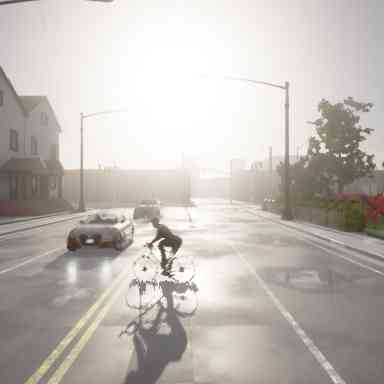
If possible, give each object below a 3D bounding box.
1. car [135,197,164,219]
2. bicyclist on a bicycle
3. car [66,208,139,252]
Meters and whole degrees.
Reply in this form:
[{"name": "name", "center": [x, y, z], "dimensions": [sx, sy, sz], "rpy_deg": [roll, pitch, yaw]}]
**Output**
[{"name": "car", "center": [-3.653, 1.352, 28.578], "dimensions": [2.097, 1.767, 4.553], "rpy_deg": [0, 0, 0]}, {"name": "bicyclist on a bicycle", "center": [-0.723, 1.455, 8.204], "dimensions": [1.656, 1.620, 0.582], "rpy_deg": [-2, -1, 14]}, {"name": "car", "center": [-3.633, 1.564, 13.847], "dimensions": [1.994, 1.385, 4.181], "rpy_deg": [0, 0, 0]}]
